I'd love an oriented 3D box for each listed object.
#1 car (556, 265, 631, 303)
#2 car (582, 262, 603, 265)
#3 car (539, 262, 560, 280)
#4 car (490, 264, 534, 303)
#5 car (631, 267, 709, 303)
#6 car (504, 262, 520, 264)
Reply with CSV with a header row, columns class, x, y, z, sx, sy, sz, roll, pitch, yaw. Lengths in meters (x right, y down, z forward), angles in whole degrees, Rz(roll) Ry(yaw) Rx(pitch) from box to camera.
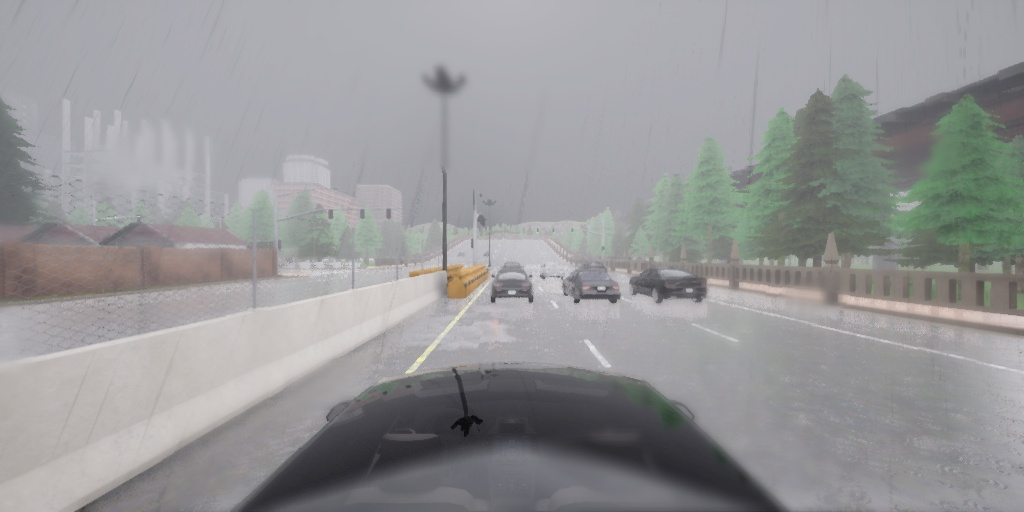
class,x,y,z,sx,sy,sz,roll,pitch,yaw
car,3.500,1.312,16.535,2.033,1.411,5.357,0,0,0
car,7.000,1.244,31.535,2.128,1.511,4.902,0,0,0
car,3.500,1.282,31.535,1.812,1.442,4.674,0,0,0
car,0.000,1.282,16.535,1.812,1.442,4.674,0,0,0
car,7.000,1.234,16.535,1.882,1.535,5.008,0,0,0
car,0.000,1.265,31.535,1.837,1.490,4.892,0,0,0
